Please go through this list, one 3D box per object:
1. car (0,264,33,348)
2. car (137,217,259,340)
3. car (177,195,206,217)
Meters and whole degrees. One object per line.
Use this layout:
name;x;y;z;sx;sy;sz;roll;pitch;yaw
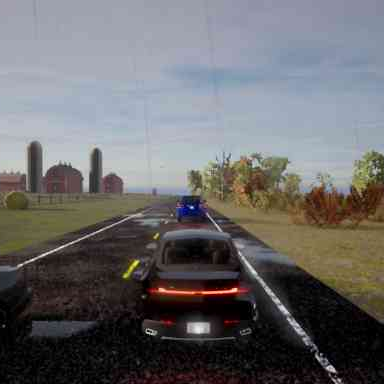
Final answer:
car;-3.604;1.547;3.302;2.033;1.411;5.357;0;0;0
car;0.083;1.503;6.710;1.837;1.490;4.892;0;0;0
car;-0.033;1.219;26.430;2.150;2.045;5.566;0;0;-1
